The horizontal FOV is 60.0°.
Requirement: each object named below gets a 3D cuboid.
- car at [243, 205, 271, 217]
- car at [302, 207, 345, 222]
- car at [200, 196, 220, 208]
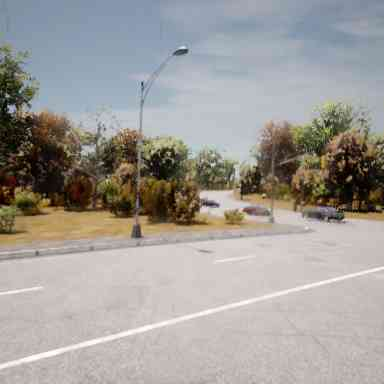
[{"bbox_3d":[7.975,2.234,40.664,1.994,1.385,4.181,3,0,-21],"label":"car"},{"bbox_3d":[13.940,2.354,35.584,2.128,1.511,4.902,3,-1,-23],"label":"car"},{"bbox_3d":[3.221,1.880,55.444,1.895,1.301,4.718,2,2,-13],"label":"car"}]
